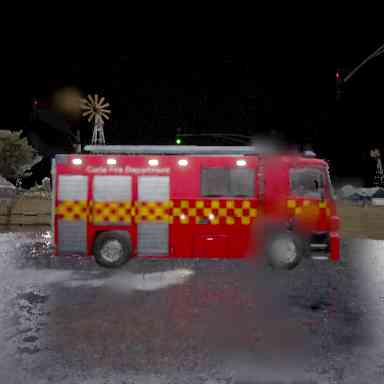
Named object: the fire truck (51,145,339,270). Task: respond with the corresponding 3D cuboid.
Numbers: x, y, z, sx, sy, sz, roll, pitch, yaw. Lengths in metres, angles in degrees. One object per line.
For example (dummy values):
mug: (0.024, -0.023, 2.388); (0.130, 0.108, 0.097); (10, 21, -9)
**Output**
fire truck: (0.126, 0.390, 10.989); (8.468, 3.827, 2.891); (1, 0, 1)
